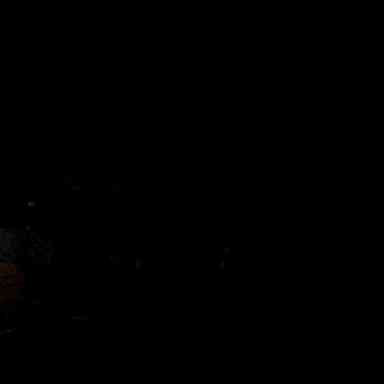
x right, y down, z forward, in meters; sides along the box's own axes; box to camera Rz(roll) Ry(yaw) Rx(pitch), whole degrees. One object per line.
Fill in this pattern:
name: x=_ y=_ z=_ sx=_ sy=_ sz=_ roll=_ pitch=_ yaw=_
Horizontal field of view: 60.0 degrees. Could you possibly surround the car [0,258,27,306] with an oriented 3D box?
car: x=-5.284 y=1.526 z=6.843 sx=4.829 sy=1.417 sz=1.752 roll=0 pitch=1 yaw=36
